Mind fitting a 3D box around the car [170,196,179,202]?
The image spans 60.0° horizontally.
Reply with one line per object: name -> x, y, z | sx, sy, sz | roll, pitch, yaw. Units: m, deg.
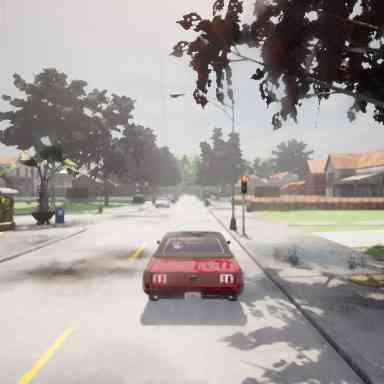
car -> -4.091, 1.578, 77.965 | 1.895, 1.301, 4.718 | 0, 0, 0

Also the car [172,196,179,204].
car -> -4.128, 1.487, 62.914 | 2.128, 1.511, 4.902 | 0, 0, 0

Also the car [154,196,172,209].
car -> -4.148, 1.522, 46.513 | 1.812, 1.442, 4.674 | 0, 0, 0

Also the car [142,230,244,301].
car -> 0.042, 1.600, 8.252 | 1.895, 1.301, 4.718 | 0, 0, 1
